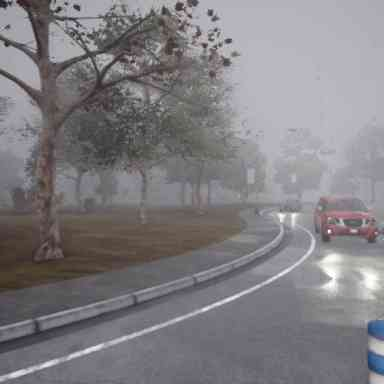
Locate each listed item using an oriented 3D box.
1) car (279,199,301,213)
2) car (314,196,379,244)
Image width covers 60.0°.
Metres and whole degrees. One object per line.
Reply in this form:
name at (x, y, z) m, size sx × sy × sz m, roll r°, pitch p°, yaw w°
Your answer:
car at (10.500, 1.473, 35.473) m, size 1.994 × 1.385 × 4.181 m, roll 0°, pitch 0°, yaw 24°
car at (7.407, 1.252, 16.499) m, size 2.150 × 2.045 × 5.566 m, roll 0°, pitch 0°, yaw 15°
